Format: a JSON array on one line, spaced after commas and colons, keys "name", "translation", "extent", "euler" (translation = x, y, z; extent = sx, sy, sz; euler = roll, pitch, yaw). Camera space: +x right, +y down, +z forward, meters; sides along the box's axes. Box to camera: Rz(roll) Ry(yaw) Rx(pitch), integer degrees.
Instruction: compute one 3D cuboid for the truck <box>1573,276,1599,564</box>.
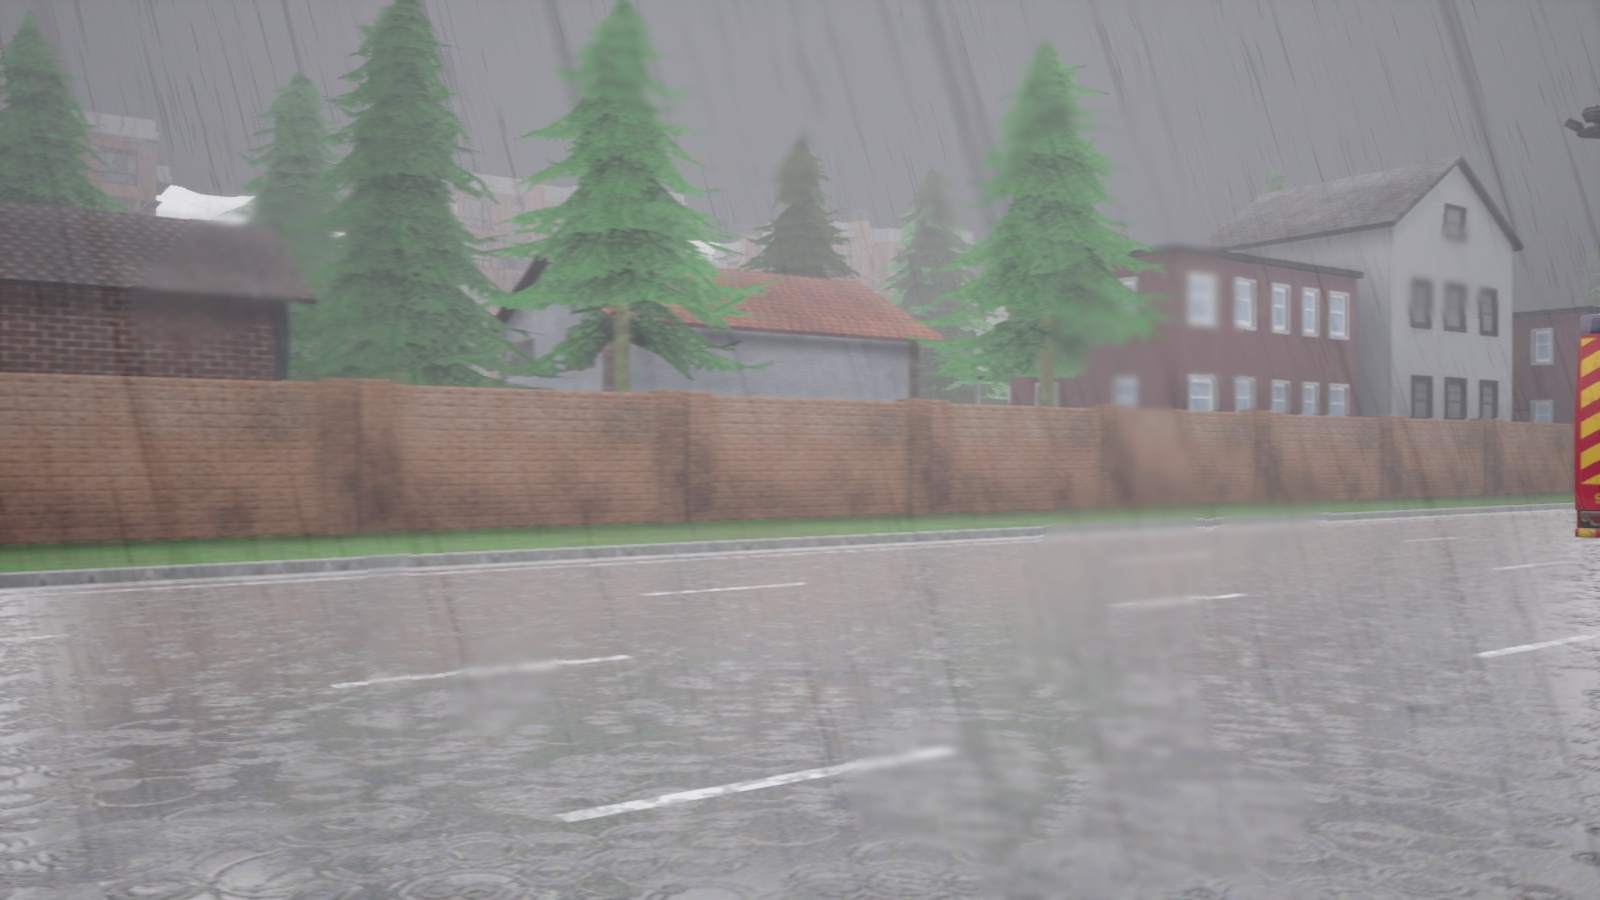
[{"name": "truck", "translation": [14.745, -0.405, 18.191], "extent": [8.468, 3.827, 2.891], "euler": [0, 0, -35]}]
